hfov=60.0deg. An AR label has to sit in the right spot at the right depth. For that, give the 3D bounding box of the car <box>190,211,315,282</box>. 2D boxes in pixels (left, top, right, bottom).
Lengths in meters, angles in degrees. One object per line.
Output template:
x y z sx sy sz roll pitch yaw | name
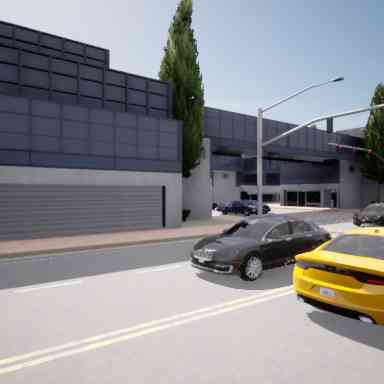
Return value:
2.203 1.505 9.927 4.892 1.490 1.837 0 0 -36 | car

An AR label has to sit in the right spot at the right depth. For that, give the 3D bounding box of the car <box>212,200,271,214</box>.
4.640 1.547 32.067 2.033 1.411 5.357 0 0 -37 | car

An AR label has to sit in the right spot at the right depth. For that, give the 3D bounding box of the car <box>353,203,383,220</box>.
12.485 1.505 21.969 4.892 1.490 1.837 0 0 -37 | car

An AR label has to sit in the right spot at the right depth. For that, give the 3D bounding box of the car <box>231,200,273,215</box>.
6.365 1.564 35.601 1.994 1.385 4.181 0 0 -37 | car

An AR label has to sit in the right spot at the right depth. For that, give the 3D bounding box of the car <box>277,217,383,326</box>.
4.206 1.478 6.843 5.008 1.535 1.882 0 0 -36 | car

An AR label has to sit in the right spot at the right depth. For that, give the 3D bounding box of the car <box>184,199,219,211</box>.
1.133 1.601 42.586 1.895 1.301 4.718 0 0 -37 | car
